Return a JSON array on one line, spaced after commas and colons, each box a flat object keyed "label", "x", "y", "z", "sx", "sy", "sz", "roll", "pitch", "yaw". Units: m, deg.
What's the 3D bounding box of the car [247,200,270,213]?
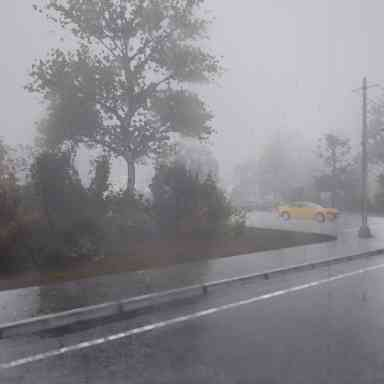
[{"label": "car", "x": 7.099, "y": 1.756, "z": 40.572, "sx": 1.837, "sy": 1.490, "sz": 4.892, "roll": 0, "pitch": -2, "yaw": -43}]

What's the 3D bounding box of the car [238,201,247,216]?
[{"label": "car", "x": 2.976, "y": 1.576, "z": 34.329, "sx": 2.097, "sy": 1.767, "sz": 4.553, "roll": 0, "pitch": -1, "yaw": -43}]

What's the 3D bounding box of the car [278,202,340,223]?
[{"label": "car", "x": 9.308, "y": 1.558, "z": 26.838, "sx": 1.882, "sy": 1.535, "sz": 5.008, "roll": 0, "pitch": -1, "yaw": -39}]
